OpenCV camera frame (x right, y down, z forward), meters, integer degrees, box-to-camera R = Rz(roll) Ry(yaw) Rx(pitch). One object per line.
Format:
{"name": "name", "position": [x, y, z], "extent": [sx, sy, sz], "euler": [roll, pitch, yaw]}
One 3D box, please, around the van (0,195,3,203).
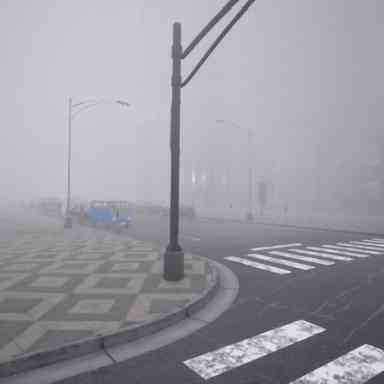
{"name": "van", "position": [-46.703, 1.611, 79.904], "extent": [1.690, 1.788, 3.998], "euler": [1, -1, -35]}

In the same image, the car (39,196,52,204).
{"name": "car", "position": [-33.351, 1.817, 75.794], "extent": [1.967, 1.590, 4.097], "euler": [1, -1, -35]}

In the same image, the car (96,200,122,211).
{"name": "car", "position": [-11.115, 1.753, 44.353], "extent": [1.752, 1.417, 4.829], "euler": [1, -1, -35]}

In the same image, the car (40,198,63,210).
{"name": "car", "position": [-19.706, 1.657, 46.508], "extent": [1.837, 1.490, 4.892], "euler": [1, -1, -35]}

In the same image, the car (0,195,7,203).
{"name": "car", "position": [-43.513, 1.563, 75.392], "extent": [2.192, 1.841, 5.009], "euler": [1, -1, -35]}

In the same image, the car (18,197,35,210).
{"name": "car", "position": [-21.196, 1.680, 43.806], "extent": [1.802, 1.307, 4.206], "euler": [1, -1, -35]}

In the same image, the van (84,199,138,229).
{"name": "van", "position": [-5.250, 1.335, 21.249], "extent": [1.690, 1.788, 3.998], "euler": [1, -1, -35]}

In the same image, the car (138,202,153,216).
{"name": "car", "position": [-4.636, 1.730, 35.192], "extent": [1.887, 1.381, 4.507], "euler": [1, -1, -35]}

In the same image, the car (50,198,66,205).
{"name": "car", "position": [-26.971, 1.885, 66.770], "extent": [2.008, 1.369, 4.403], "euler": [1, -1, -35]}

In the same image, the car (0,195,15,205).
{"name": "car", "position": [-37.040, 1.730, 66.227], "extent": [1.752, 1.417, 4.829], "euler": [1, -1, -35]}

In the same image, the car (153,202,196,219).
{"name": "car", "position": [-1.445, 1.709, 30.682], "extent": [1.887, 1.381, 4.507], "euler": [1, -1, -35]}

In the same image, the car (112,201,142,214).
{"name": "car", "position": [-7.827, 1.751, 39.703], "extent": [1.887, 1.381, 4.507], "euler": [1, -1, -35]}

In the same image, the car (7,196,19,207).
{"name": "car", "position": [-27.573, 1.691, 52.830], "extent": [2.008, 1.369, 4.403], "euler": [1, -1, -35]}

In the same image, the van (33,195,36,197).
{"name": "van", "position": [-36.540, 1.739, 80.305], "extent": [1.690, 1.788, 3.998], "euler": [1, -1, -35]}

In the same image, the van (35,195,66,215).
{"name": "van", "position": [-14.816, 1.397, 34.785], "extent": [1.690, 1.788, 3.998], "euler": [1, -1, -35]}

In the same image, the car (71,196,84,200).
{"name": "car", "position": [-17.399, 1.815, 53.237], "extent": [1.887, 1.381, 4.507], "euler": [1, -1, -35]}

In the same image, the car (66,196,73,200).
{"name": "car", "position": [-20.587, 1.606, 57.750], "extent": [2.192, 1.841, 5.009], "euler": [1, -1, -35]}

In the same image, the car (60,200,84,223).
{"name": "car", "position": [-8.441, 1.559, 25.759], "extent": [1.887, 1.381, 4.507], "euler": [1, -1, -35]}

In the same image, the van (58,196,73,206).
{"name": "van", "position": [-23.778, 1.654, 62.261], "extent": [1.690, 1.788, 3.998], "euler": [1, -1, -35]}
